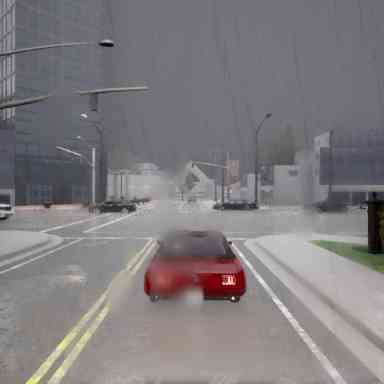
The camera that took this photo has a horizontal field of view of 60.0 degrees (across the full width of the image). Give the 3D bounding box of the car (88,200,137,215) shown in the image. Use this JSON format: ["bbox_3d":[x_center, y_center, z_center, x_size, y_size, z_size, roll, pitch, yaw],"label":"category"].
[{"bbox_3d":[-8.072,1.544,33.858,4.892,1.490,1.837,0,0,0],"label":"car"}]

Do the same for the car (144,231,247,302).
[{"bbox_3d":[0.068,1.601,8.189,1.895,1.301,4.718,0,0,0],"label":"car"}]

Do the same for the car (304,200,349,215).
[{"bbox_3d":[13.652,1.555,33.896,4.181,1.385,1.994,0,0,-3],"label":"car"}]

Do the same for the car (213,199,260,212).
[{"bbox_3d":[5.137,1.549,38.449,5.357,1.411,2.033,0,0,16],"label":"car"}]

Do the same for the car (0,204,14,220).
[{"bbox_3d":[-17.346,1.339,26.585,5.566,2.045,2.150,-1,0,0],"label":"car"}]

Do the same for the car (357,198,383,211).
[{"bbox_3d":[21.274,1.441,37.612,4.902,1.511,2.128,0,0,-1],"label":"car"}]

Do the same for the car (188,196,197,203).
[{"bbox_3d":[0.124,1.546,70.316,2.033,1.411,5.357,0,0,4],"label":"car"}]
